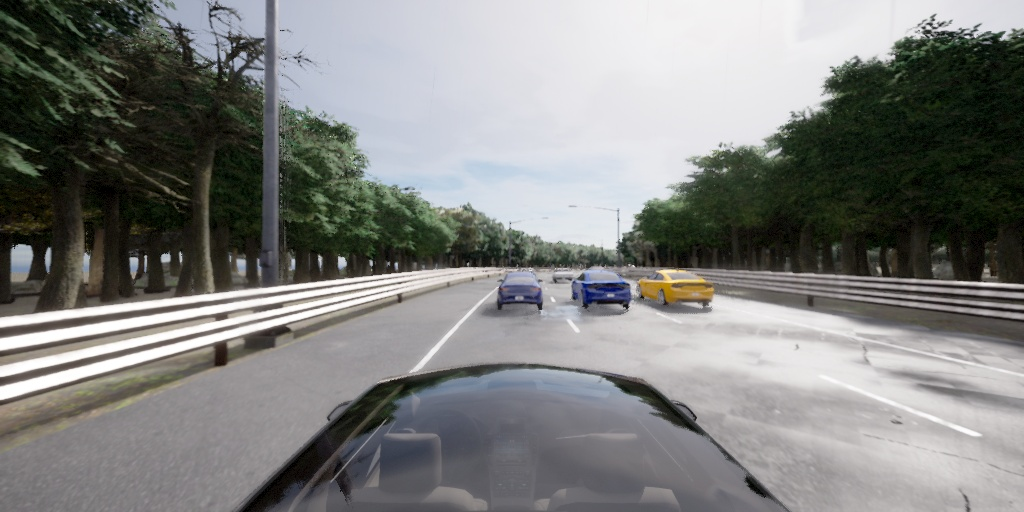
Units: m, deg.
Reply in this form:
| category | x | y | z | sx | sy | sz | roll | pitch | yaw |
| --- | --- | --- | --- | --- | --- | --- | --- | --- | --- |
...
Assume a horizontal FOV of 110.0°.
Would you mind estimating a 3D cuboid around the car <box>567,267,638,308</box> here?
| category | x | y | z | sx | sy | sz | roll | pitch | yaw |
| --- | --- | --- | --- | --- | --- | --- | --- | --- | --- |
| car | 3.889 | 1.406 | 16.293 | 1.882 | 1.535 | 5.008 | 0 | -1 | 2 |

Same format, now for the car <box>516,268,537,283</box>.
| category | x | y | z | sx | sy | sz | roll | pitch | yaw |
| --- | --- | --- | --- | --- | --- | --- | --- | --- | --- |
| car | 1.555 | 1.912 | 35.972 | 1.895 | 1.301 | 4.718 | 0 | -1 | 5 |

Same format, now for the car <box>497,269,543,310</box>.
| category | x | y | z | sx | sy | sz | roll | pitch | yaw |
| --- | --- | --- | --- | --- | --- | --- | --- | --- | --- |
| car | 0.366 | 1.448 | 15.737 | 1.812 | 1.442 | 4.674 | 0 | -1 | 2 |

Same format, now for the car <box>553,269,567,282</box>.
| category | x | y | z | sx | sy | sz | roll | pitch | yaw |
| --- | --- | --- | --- | --- | --- | --- | --- | --- | --- |
| car | 5.055 | 1.907 | 35.807 | 1.895 | 1.301 | 4.718 | 0 | -1 | 5 |

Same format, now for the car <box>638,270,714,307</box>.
| category | x | y | z | sx | sy | sz | roll | pitch | yaw |
| --- | --- | --- | --- | --- | --- | --- | --- | --- | --- |
| car | 7.410 | 1.410 | 16.776 | 1.882 | 1.535 | 5.008 | 0 | -1 | 2 |

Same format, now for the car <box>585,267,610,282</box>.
| category | x | y | z | sx | sy | sz | roll | pitch | yaw |
| --- | --- | --- | --- | --- | --- | --- | --- | --- | --- |
| car | 8.639 | 1.848 | 36.443 | 1.812 | 1.442 | 4.674 | 0 | -1 | 5 |
